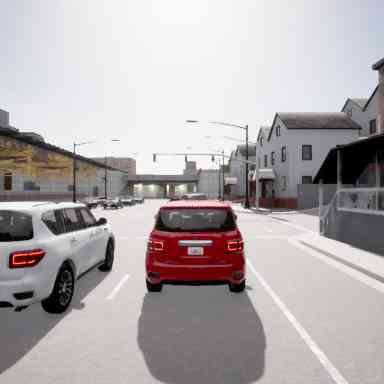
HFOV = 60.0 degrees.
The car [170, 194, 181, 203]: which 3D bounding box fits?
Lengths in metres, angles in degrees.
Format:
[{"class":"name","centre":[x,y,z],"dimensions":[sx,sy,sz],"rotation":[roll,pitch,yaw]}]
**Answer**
[{"class":"car","centre":[-3.338,1.352,69.181],"dimensions":[2.097,1.767,4.553],"rotation":[0,0,0]}]

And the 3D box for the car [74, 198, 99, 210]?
[{"class":"car","centre":[-13.996,1.564,44.248],"dimensions":[1.994,1.385,4.181],"rotation":[0,0,0]}]

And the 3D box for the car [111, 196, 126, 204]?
[{"class":"car","centre":[-13.898,1.505,63.344],"dimensions":[1.837,1.490,4.892],"rotation":[0,0,0]}]

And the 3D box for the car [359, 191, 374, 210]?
[{"class":"car","centre":[16.222,0.414,28.777],"dimensions":[4.674,1.442,1.812],"rotation":[-20,0,-1]}]

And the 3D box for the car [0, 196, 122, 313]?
[{"class":"car","centre":[-3.409,1.221,7.786],"dimensions":[2.150,2.045,5.566],"rotation":[0,0,1]}]

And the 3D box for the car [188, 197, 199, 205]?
[{"class":"car","centre":[0.240,1.564,60.213],"dimensions":[1.994,1.385,4.181],"rotation":[0,0,0]}]

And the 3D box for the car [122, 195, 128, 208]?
[{"class":"car","centre":[-10.495,1.491,44.660],"dimensions":[2.128,1.511,4.902],"rotation":[0,0,0]}]

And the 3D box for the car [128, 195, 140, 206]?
[{"class":"car","centre":[-10.464,1.547,54.409],"dimensions":[2.033,1.411,5.357],"rotation":[0,0,0]}]

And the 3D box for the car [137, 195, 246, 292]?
[{"class":"car","centre":[0.099,1.221,9.049],"dimensions":[2.150,2.045,5.566],"rotation":[0,0,1]}]

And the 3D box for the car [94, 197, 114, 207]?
[{"class":"car","centre":[-13.965,1.526,52.989],"dimensions":[1.812,1.442,4.674],"rotation":[0,0,0]}]

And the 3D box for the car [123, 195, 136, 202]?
[{"class":"car","centre":[-13.827,1.493,73.758],"dimensions":[1.837,1.490,4.892],"rotation":[0,0,0]}]

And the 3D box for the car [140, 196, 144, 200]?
[{"class":"car","centre":[-10.385,1.547,64.698],"dimensions":[2.033,1.411,5.357],"rotation":[0,0,0]}]
